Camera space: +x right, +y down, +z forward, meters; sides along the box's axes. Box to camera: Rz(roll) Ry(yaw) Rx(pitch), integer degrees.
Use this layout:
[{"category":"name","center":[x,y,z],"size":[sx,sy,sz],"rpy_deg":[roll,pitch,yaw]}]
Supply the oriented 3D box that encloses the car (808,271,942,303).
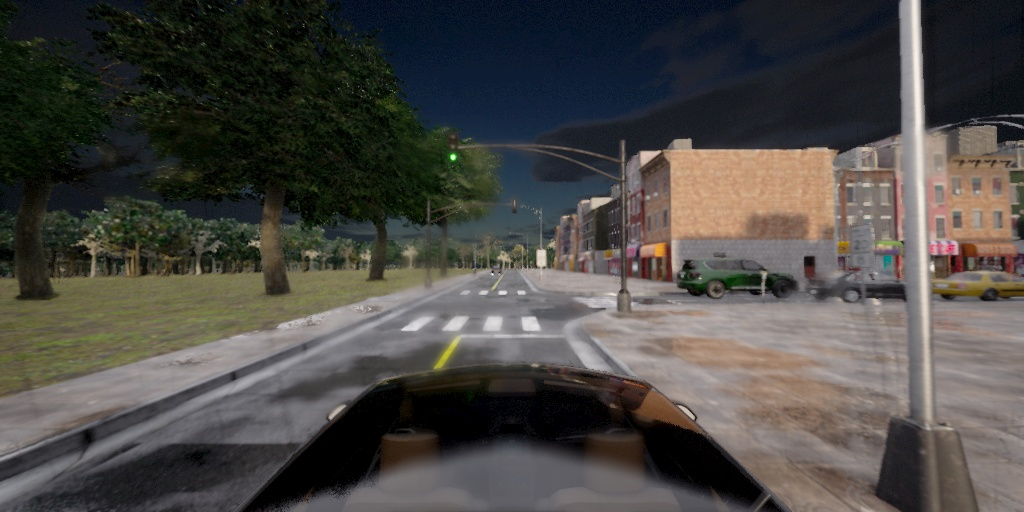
[{"category":"car","center":[15.482,1.328,15.824],"size":[4.403,1.370,2.007],"rpy_deg":[0,0,0]}]

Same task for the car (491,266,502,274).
[{"category":"car","center":[-2.750,2.450,64.657],"size":[2.033,1.411,5.357],"rpy_deg":[0,-1,0]}]

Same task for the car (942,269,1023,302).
[{"category":"car","center":[21.327,1.259,15.863],"size":[4.829,1.417,1.751],"rpy_deg":[0,0,0]}]

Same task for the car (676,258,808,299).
[{"category":"car","center":[11.439,1.105,18.462],"size":[5.566,2.045,2.150],"rpy_deg":[0,-2,0]}]
